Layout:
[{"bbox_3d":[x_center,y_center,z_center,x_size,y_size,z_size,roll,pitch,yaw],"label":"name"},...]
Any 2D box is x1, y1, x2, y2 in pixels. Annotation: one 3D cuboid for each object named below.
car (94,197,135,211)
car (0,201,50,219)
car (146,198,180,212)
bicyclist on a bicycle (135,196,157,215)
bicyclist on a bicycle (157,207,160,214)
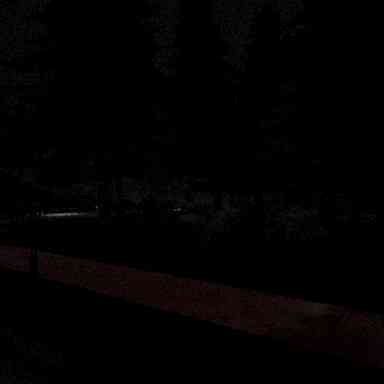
[{"bbox_3d":[-8.295,1.329,35.907,2.128,1.511,4.902,0,0,36],"label":"car"},{"bbox_3d":[-14.350,1.438,27.422,1.895,1.301,4.718,0,0,35],"label":"car"},{"bbox_3d":[-3.182,1.402,36.804,1.994,1.385,4.181,0,0,35],"label":"car"},{"bbox_3d":[-4.091,1.141,28.441,1.656,1.620,0.582,0,0,15],"label":"bicyclist on a bicycle"},{"bbox_3d":[-3.529,1.142,28.924,1.656,1.620,0.582,0,0,22],"label":"bicyclist on a bicycle"}]
